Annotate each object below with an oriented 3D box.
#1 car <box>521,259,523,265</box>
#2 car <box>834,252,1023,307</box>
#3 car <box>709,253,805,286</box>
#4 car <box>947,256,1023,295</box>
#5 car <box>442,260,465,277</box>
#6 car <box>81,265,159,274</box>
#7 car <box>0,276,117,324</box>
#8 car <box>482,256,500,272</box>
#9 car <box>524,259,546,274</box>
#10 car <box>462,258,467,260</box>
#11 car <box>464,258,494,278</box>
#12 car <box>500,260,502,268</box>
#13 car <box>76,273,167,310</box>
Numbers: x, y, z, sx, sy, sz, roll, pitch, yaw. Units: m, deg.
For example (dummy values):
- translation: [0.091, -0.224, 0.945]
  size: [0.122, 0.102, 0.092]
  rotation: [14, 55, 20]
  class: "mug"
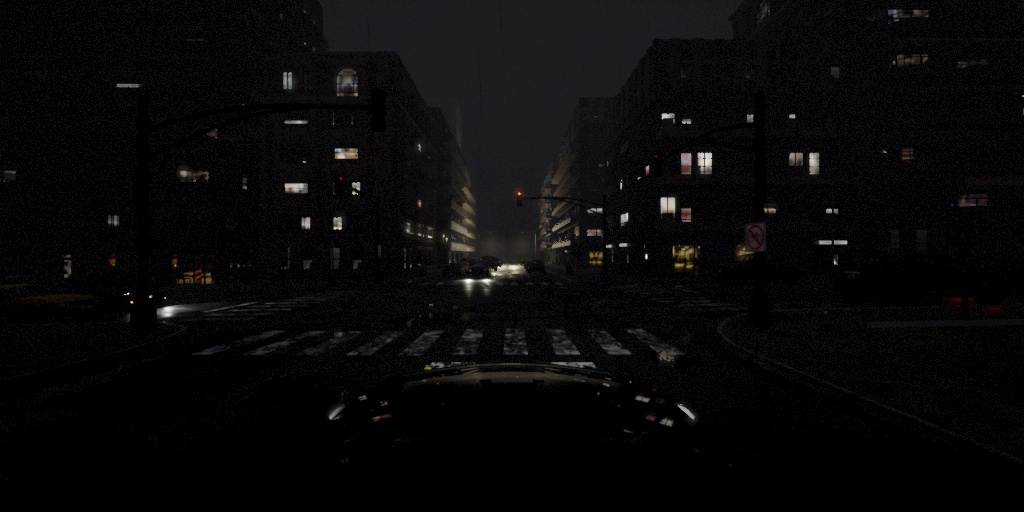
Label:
- translation: [2.790, 1.346, 57.851]
  size: [1.802, 1.307, 4.207]
  rotation: [0, 0, 0]
  class: "car"
- translation: [14.730, 0.774, 13.054]
  size: [5.009, 1.841, 2.192]
  rotation: [0, 0, 0]
  class: "car"
- translation: [14.610, 0.758, 21.433]
  size: [5.009, 1.841, 2.192]
  rotation: [0, 0, 0]
  class: "car"
- translation: [22.807, 0.794, 15.707]
  size: [4.902, 1.511, 2.128]
  rotation: [-1, 0, 0]
  class: "car"
- translation: [-5.631, 1.321, 35.134]
  size: [1.948, 1.339, 4.313]
  rotation: [0, 0, 0]
  class: "car"
- translation: [-23.565, 1.461, 21.136]
  size: [5.009, 1.841, 2.192]
  rotation: [0, 0, 0]
  class: "car"
- translation: [-17.611, 1.585, 12.829]
  size: [4.829, 1.417, 1.751]
  rotation: [0, 0, 0]
  class: "car"
- translation: [-3.025, 0.982, 46.913]
  size: [2.150, 2.045, 5.566]
  rotation: [0, 0, -1]
  class: "car"
- translation: [2.759, 1.196, 40.803]
  size: [1.967, 1.591, 4.097]
  rotation: [0, 0, 0]
  class: "car"
- translation: [-5.621, 1.282, 40.646]
  size: [1.751, 1.417, 4.829]
  rotation: [0, 0, 0]
  class: "car"
- translation: [-3.044, 1.232, 34.119]
  size: [1.882, 1.535, 5.008]
  rotation: [0, 0, 0]
  class: "car"
- translation: [-2.934, 1.119, 63.706]
  size: [2.097, 1.767, 4.553]
  rotation: [0, 0, 1]
  class: "car"
- translation: [-17.598, 1.614, 15.424]
  size: [4.181, 1.385, 1.994]
  rotation: [-1, 0, 0]
  class: "car"
